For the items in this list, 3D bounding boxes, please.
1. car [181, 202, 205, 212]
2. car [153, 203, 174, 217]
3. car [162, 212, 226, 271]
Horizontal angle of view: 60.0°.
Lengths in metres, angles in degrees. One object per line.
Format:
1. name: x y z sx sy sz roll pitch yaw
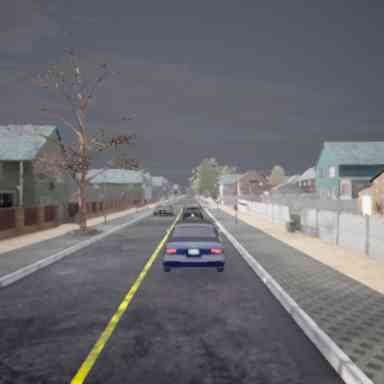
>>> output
1. car: 0.075 1.697 29.830 1.837 1.490 4.892 0 -1 0
2. car: -2.842 1.783 34.008 1.994 1.385 4.181 0 0 0
3. car: 0.061 1.622 11.195 2.033 1.411 5.357 0 0 0
